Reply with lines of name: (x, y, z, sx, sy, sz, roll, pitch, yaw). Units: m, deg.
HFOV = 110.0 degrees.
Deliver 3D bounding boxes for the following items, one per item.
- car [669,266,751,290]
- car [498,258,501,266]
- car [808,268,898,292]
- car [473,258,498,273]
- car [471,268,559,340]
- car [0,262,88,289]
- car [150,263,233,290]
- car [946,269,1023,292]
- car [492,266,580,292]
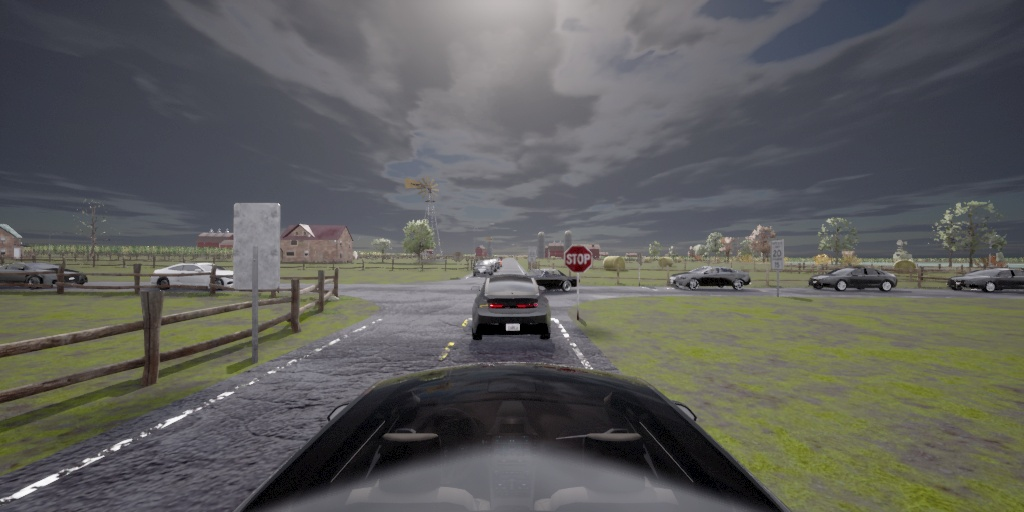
car: (12.788, 1.397, 23.273, 4.902, 1.511, 2.128, 1, -1, -2)
car: (-2.874, 1.242, 46.123, 2.128, 1.511, 4.902, 0, 0, 0)
car: (22.189, 1.499, 23.449, 4.892, 1.490, 1.837, 1, -1, -1)
car: (-2.877, 1.243, 36.677, 2.128, 1.511, 4.902, 0, 0, 0)
car: (-0.078, 1.256, 9.992, 1.837, 1.490, 4.892, 0, 0, -2)
car: (-26.372, 1.048, 19.813, 4.181, 1.385, 1.994, 1, -1, -1)
car: (-17.252, 1.104, 19.939, 4.674, 1.442, 1.812, 1, -1, -1)
car: (31.692, 1.587, 23.575, 4.892, 1.490, 1.837, 1, -1, -1)
car: (1.491, 1.369, 20.039, 4.718, 1.301, 1.895, 1, 0, -35)
